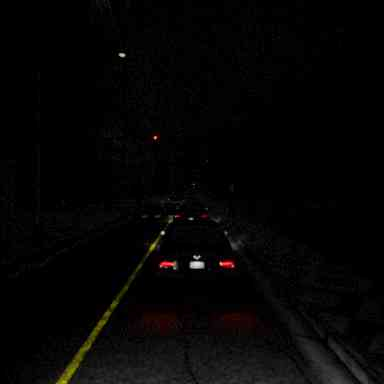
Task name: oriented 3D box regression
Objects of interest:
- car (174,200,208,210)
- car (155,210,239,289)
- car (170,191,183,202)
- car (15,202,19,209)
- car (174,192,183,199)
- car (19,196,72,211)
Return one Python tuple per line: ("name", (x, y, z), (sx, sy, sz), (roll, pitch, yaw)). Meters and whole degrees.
("car", (-0.002, 1.388, 19.393), (1.994, 1.385, 4.181), (0, 0, 1))
("car", (0.073, 1.463, 9.063), (2.033, 1.411, 5.357), (0, 1, -1))
("car", (-3.144, 1.081, 62.556), (2.033, 1.411, 5.357), (0, 0, 1))
("car", (-19.078, 1.345, 40.091), (4.313, 1.339, 1.947), (0, -1, 0))
("car", (-3.135, 0.804, 78.611), (2.097, 1.767, 4.553), (0, 0, 0))
("car", (-13.598, 1.072, 31.587), (4.097, 1.590, 1.967), (0, -1, -1))
